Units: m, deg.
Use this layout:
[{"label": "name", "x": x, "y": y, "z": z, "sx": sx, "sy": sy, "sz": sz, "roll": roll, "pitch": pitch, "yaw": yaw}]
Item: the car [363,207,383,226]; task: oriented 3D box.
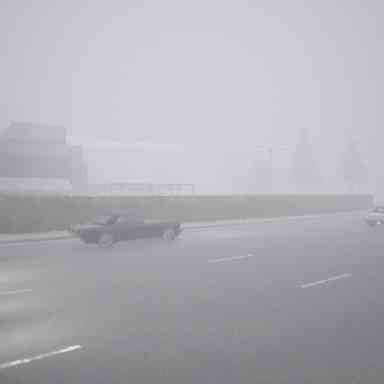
[{"label": "car", "x": 13.345, "y": 1.601, "z": 21.846, "sx": 4.718, "sy": 1.301, "sz": 1.895, "roll": 0, "pitch": 0, "yaw": -35}]

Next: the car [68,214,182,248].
[{"label": "car", "x": -2.797, "y": 1.601, "z": 14.644, "sx": 4.718, "sy": 1.301, "sz": 1.895, "roll": 0, "pitch": 0, "yaw": -35}]
